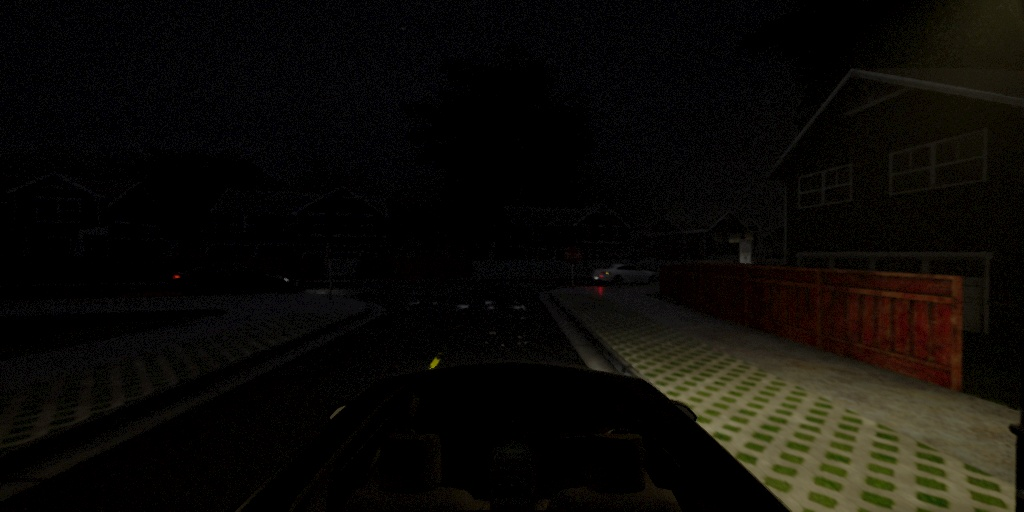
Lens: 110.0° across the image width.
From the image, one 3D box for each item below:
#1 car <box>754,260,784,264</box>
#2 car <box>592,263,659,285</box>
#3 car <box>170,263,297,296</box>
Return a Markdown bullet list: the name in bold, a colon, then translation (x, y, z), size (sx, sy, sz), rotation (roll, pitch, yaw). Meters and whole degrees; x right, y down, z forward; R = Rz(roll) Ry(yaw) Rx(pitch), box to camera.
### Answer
- **car**: translation (21.728, 1.154, 29.445), size (4.553, 1.767, 2.097), rotation (0, 0, -21)
- **car**: translation (7.640, 1.219, 24.171), size (4.674, 1.442, 1.812), rotation (0, 0, -21)
- **car**: translation (-12.647, 1.049, 16.572), size (4.674, 1.442, 1.812), rotation (1, 0, -21)
